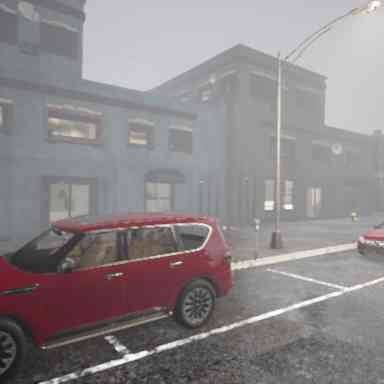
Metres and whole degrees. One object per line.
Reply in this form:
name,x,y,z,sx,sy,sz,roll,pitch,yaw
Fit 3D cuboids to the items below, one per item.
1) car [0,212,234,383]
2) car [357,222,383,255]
car,-1.538,1.318,5.439,5.009,1.841,2.192,0,1,-35
car,7.714,1.604,12.056,4.206,1.307,1.802,0,1,-35
